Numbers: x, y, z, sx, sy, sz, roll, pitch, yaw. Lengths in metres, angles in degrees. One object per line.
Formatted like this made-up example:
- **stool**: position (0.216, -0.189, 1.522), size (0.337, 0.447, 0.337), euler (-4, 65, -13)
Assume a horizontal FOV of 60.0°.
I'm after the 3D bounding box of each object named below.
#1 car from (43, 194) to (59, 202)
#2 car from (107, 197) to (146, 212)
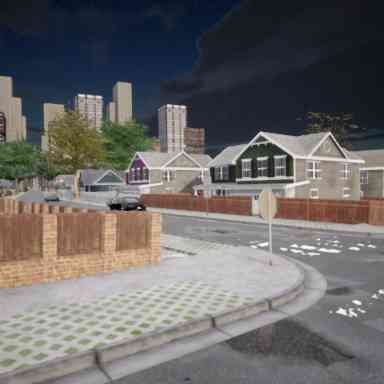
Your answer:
- **car**: position (-23.622, 0.951, 55.791), size (1.994, 1.385, 4.181), euler (-2, 1, -31)
- **car**: position (-5.977, 1.180, 29.871), size (1.882, 1.535, 5.008), euler (-2, 2, -38)
